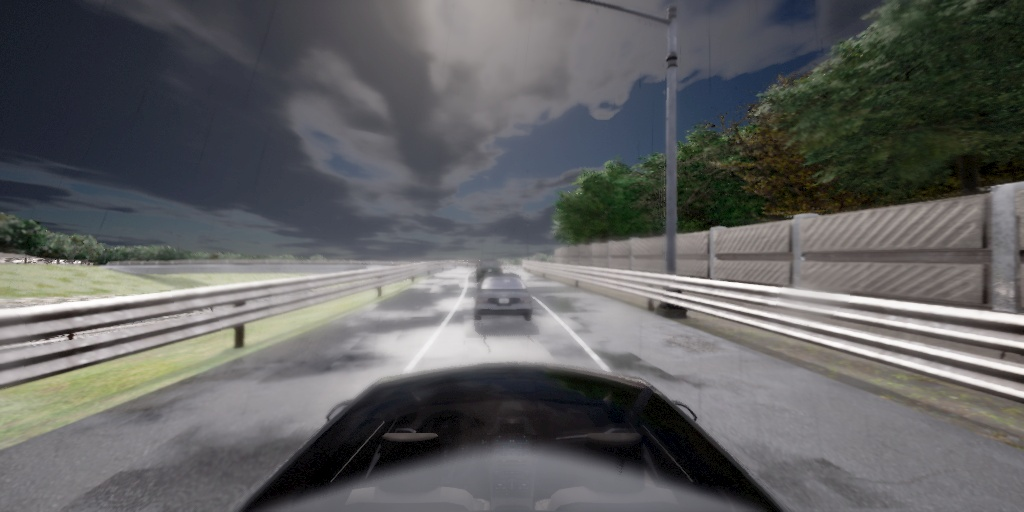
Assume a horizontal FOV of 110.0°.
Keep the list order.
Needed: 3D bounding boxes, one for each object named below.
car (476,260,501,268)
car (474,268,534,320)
[{"bbox_3d":[-1.932,1.118,29.840,2.097,1.767,4.553,0,0,-6],"label":"car"},{"bbox_3d":[-0.358,1.305,12.576,2.033,1.411,5.357,0,0,-3],"label":"car"}]
